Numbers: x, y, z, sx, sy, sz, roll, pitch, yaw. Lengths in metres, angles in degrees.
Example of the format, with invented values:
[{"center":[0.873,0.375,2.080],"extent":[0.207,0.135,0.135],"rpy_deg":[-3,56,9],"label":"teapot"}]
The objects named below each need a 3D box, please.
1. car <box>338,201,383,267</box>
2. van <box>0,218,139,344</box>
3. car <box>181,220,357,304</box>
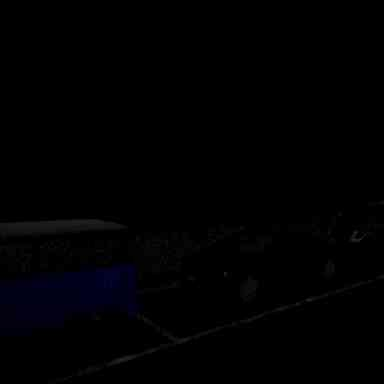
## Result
[{"center":[6.405,1.253,11.322],"extent":[5.009,1.841,2.192],"rpy_deg":[0,1,-35],"label":"car"},{"center":[-2.753,1.339,4.791],"extent":[3.998,1.788,1.690],"rpy_deg":[0,1,-35],"label":"van"},{"center":[1.826,1.513,8.059],"extent":[4.507,1.381,1.887],"rpy_deg":[0,1,-35],"label":"car"}]
